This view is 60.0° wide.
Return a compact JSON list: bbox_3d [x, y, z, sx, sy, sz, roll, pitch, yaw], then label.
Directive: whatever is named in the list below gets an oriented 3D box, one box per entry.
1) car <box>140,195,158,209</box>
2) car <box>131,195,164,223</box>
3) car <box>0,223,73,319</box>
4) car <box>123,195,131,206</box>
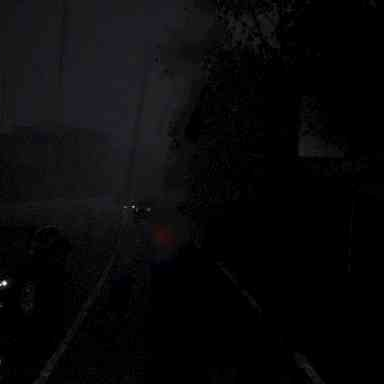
[{"bbox_3d":[-5.333,1.233,41.798,1.882,1.535,5.008,0,1,-4],"label":"car"},{"bbox_3d":[-3.322,1.227,24.948,2.097,1.767,4.553,-1,1,-10],"label":"car"},{"bbox_3d":[-4.012,1.493,7.346,2.128,1.511,4.902,-1,0,-7],"label":"car"},{"bbox_3d":[-8.988,1.210,49.602,1.812,1.442,4.674,0,0,0],"label":"car"}]
